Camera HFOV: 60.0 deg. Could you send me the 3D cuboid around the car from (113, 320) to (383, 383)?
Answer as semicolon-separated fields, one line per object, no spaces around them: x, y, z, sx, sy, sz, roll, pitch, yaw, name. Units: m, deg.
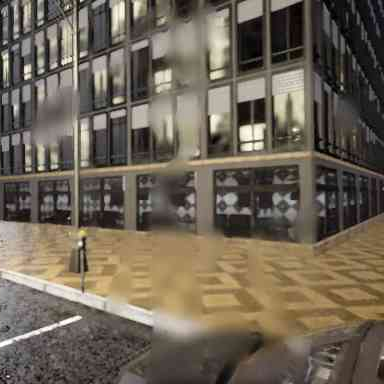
1.304;1.551;1.963;4.403;1.369;2.008;0;-1;36;car
